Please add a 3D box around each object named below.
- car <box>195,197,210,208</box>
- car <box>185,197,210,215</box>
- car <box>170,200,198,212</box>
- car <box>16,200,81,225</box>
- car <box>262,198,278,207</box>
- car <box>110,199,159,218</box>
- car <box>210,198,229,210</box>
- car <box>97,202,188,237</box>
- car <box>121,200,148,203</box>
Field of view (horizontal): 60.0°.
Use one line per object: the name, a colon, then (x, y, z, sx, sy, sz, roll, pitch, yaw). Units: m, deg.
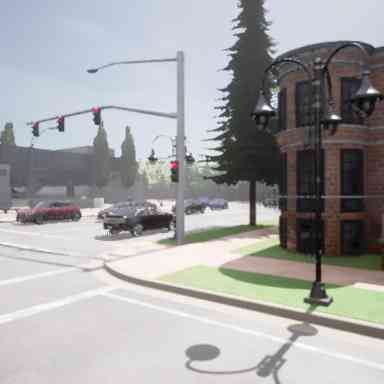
car: (1.677, 1.573, 51.777, 1.882, 1.535, 5.008, 0, 0, 6)
car: (-0.312, 1.546, 34.822, 1.882, 1.535, 5.008, 0, 0, 28)
car: (-0.879, 1.684, 41.600, 1.895, 1.301, 4.718, 0, 0, 21)
car: (-10.799, 1.430, 25.264, 2.097, 1.767, 4.553, 0, 0, 35)
car: (12.554, 1.617, 53.697, 2.033, 1.411, 5.357, 0, 0, 3)
car: (-5.583, 1.556, 32.869, 1.882, 1.535, 5.008, 0, 0, 33)
car: (3.633, 1.602, 44.258, 1.812, 1.442, 4.674, 0, 0, 15)
car: (-2.648, 1.534, 18.382, 2.128, 1.511, 4.902, 0, 0, 35)
car: (-5.411, 1.571, 26.874, 1.837, 1.490, 4.892, 0, 0, 34)
